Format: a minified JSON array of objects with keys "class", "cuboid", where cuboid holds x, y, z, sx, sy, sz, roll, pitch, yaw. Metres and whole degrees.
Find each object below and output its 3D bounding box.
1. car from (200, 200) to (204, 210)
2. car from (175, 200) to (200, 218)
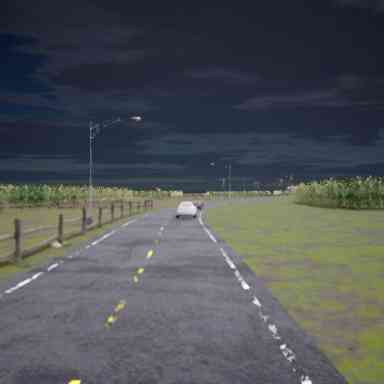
[{"class":"car","cuboid":[0.599,1.776,45.919,1.895,1.301,4.718,0,0,8]},{"class":"car","cuboid":[-0.464,1.651,31.581,1.812,1.442,4.674,0,0,2]}]
